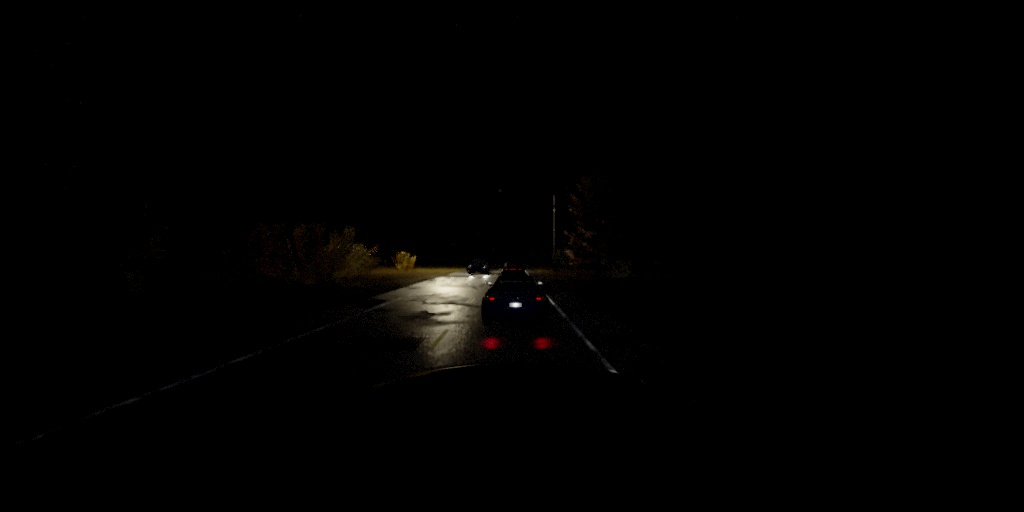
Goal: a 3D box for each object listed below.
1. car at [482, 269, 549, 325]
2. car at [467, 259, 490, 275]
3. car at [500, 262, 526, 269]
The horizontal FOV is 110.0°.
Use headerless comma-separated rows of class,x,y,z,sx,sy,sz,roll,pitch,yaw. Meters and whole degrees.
car,0.098,1.314,11.852,1.994,1.385,4.181,0,0,0
car,-3.595,1.097,39.068,2.097,1.767,4.553,0,0,0
car,0.095,1.239,29.463,2.128,1.511,4.902,0,0,0
